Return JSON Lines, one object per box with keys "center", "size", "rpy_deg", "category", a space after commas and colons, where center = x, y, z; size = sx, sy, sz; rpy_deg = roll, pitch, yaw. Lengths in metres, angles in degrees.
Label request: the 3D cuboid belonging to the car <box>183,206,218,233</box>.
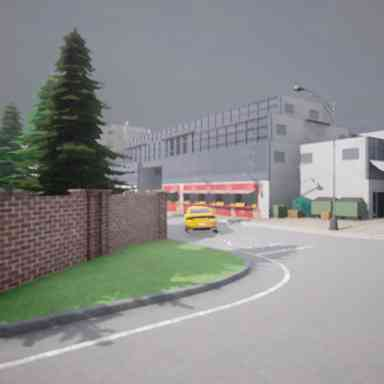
{"center": [0.487, 1.648, 21.042], "size": [1.882, 1.535, 5.008], "rpy_deg": [-3, 0, -1], "category": "car"}
